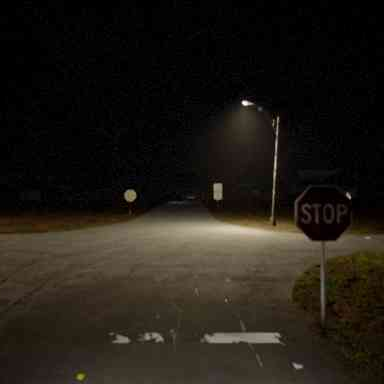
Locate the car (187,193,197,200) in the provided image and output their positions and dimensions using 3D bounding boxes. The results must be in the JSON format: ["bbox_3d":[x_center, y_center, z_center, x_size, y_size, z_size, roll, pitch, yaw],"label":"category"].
[{"bbox_3d":[0.010,1.040,71.812,2.033,1.411,5.357,0,0,0],"label":"car"}]

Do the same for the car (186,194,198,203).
[{"bbox_3d":[0.008,1.170,61.374,2.128,1.511,4.902,0,0,0],"label":"car"}]

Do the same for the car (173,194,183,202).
[{"bbox_3d":[-2.741,1.190,65.972,2.033,1.411,5.357,0,0,0],"label":"car"}]
